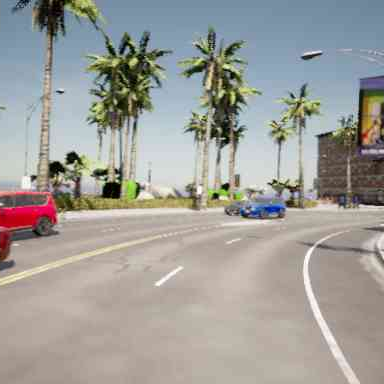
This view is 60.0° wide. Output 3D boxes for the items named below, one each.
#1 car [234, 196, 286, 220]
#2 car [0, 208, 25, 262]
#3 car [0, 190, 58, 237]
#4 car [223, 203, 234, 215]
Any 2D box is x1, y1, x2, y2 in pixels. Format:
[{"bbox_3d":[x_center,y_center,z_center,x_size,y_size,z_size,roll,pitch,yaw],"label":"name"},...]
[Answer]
[{"bbox_3d":[6.709,1.425,30.913,2.150,2.045,5.566,2,0,43],"label":"car"},{"bbox_3d":[-6.215,1.276,7.081,1.882,1.535,5.008,2,0,12],"label":"car"},{"bbox_3d":[-8.092,0.957,13.829,2.150,2.045,5.566,2,0,19],"label":"car"},{"bbox_3d":[5.254,1.661,34.483,1.837,1.490,4.892,2,-1,44],"label":"car"}]
